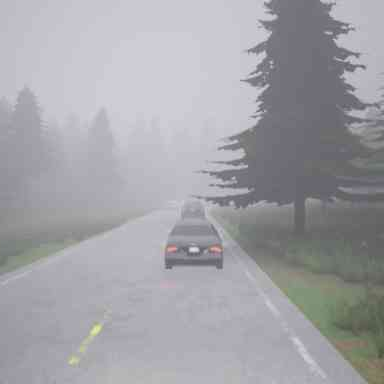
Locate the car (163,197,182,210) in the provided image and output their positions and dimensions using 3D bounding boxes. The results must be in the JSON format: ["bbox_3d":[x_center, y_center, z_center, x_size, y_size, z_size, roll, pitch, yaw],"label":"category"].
[{"bbox_3d":[-2.696,1.724,51.198,2.150,2.045,5.566,0,-1,13],"label":"car"}]

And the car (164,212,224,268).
[{"bbox_3d":[0.072,1.663,11.665,2.033,1.411,5.357,0,-1,0],"label":"car"}]

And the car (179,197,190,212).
[{"bbox_3d":[0.102,1.659,31.280,2.097,1.767,4.553,0,-1,0],"label":"car"}]
